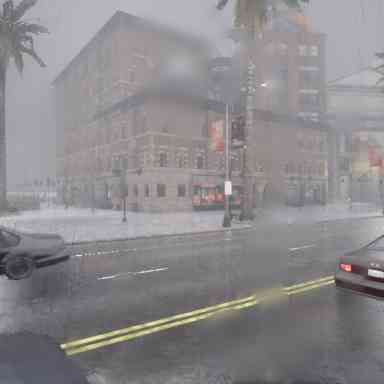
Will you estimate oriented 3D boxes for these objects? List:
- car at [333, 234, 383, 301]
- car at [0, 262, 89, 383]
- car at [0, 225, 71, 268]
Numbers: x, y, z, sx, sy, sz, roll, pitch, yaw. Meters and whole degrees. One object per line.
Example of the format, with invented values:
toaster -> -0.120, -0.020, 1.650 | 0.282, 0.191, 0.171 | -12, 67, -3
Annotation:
car -> 5.434, 1.547, 7.572 | 5.357, 1.411, 2.033 | 0, 0, -35
car -> -3.134, 1.547, 1.445 | 5.357, 1.411, 2.033 | 0, 0, -37
car -> -5.940, 1.548, 8.359 | 5.357, 1.411, 2.033 | 0, 0, -35
